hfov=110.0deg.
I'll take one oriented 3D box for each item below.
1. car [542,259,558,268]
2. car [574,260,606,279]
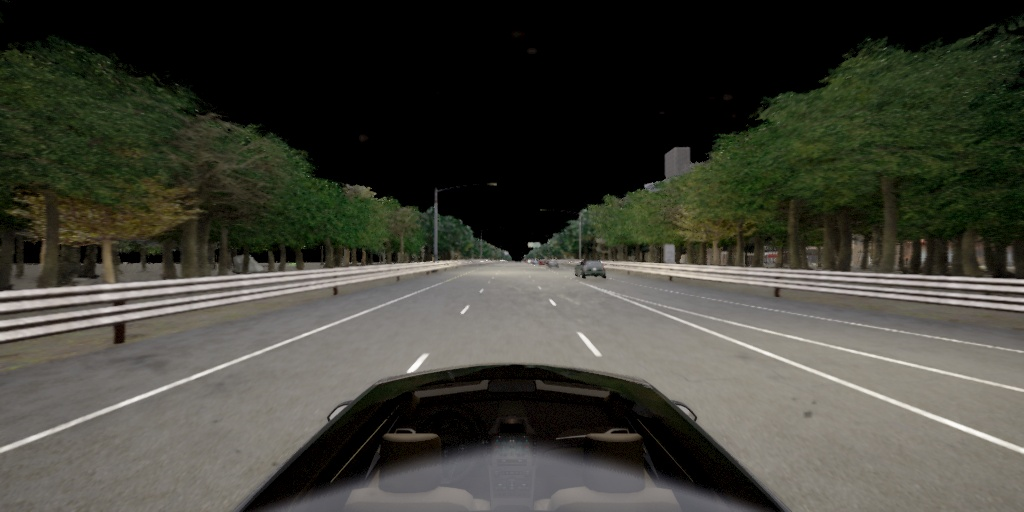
[{"bbox_3d":[7.065,1.338,63.373,2.128,1.511,4.902,0,0,0],"label":"car"},{"bbox_3d":[7.014,1.118,32.614,2.097,1.767,4.553,0,0,0],"label":"car"}]
